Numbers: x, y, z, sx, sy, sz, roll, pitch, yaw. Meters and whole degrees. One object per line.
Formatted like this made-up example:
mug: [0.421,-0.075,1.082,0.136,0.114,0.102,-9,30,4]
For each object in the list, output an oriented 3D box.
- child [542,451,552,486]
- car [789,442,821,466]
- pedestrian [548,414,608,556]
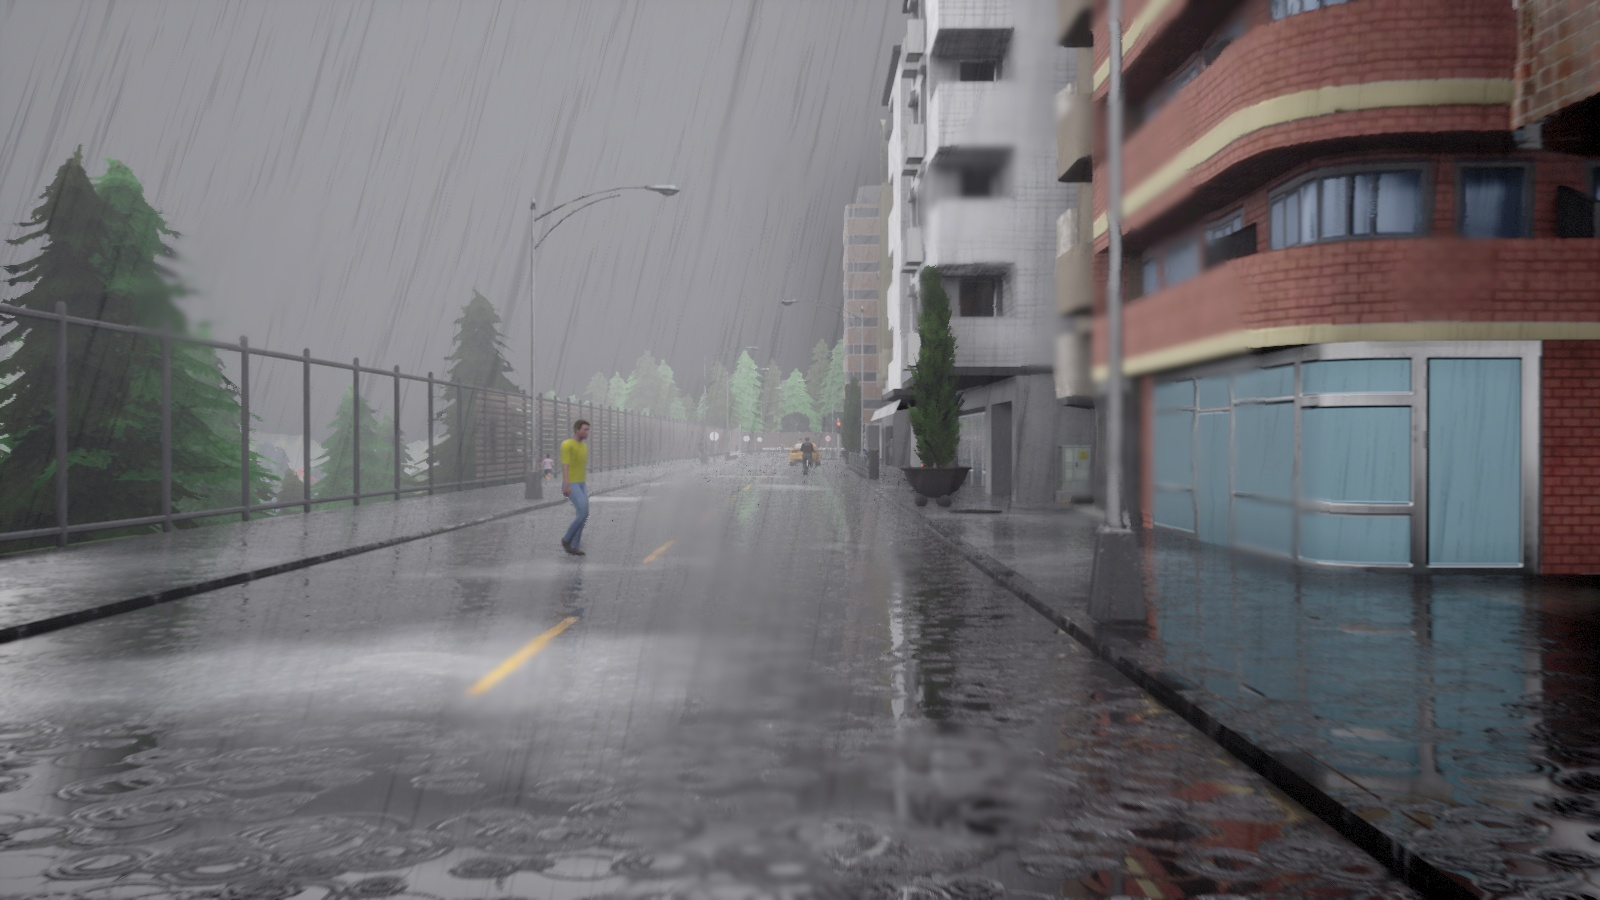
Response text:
child: [-8.253,0.599,40.985,0.255,1.110,0.394,0,0,1]
car: [0.369,0.261,82.280,1.882,1.535,5.008,0,0,3]
pedestrian: [-2.929,0.451,16.578,0.706,1.836,0.354,0,0,27]
